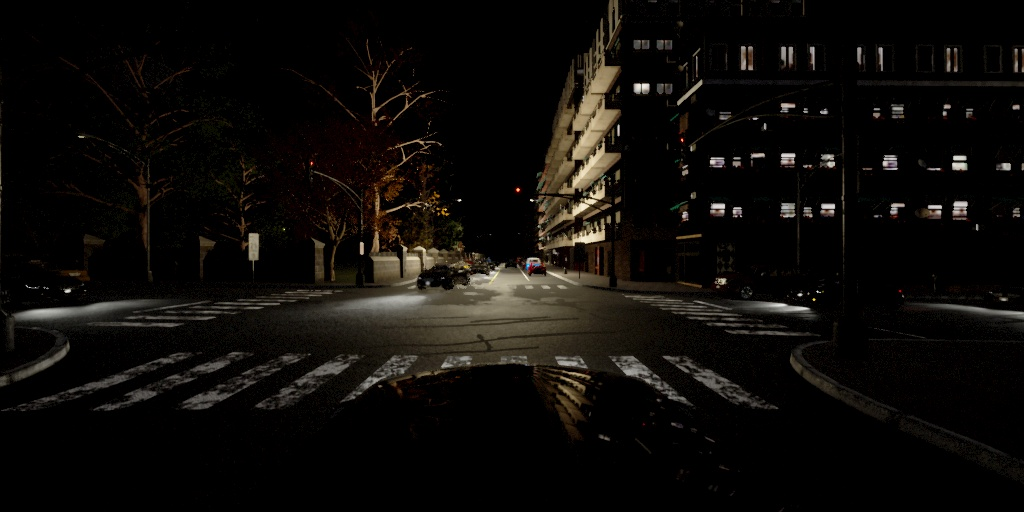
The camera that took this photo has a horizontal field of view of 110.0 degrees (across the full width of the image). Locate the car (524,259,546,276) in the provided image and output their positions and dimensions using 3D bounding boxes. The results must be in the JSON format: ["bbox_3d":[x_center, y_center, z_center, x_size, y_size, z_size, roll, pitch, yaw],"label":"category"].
[{"bbox_3d":[2.529,1.314,36.861,1.888,1.381,4.507,0,0,0],"label":"car"}]

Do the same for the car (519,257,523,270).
[{"bbox_3d":[2.450,1.229,53.752,1.967,1.591,4.097,0,0,0],"label":"car"}]

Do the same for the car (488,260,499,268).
[{"bbox_3d":[-3.296,1.474,65.307,1.895,1.301,4.718,0,0,0],"label":"car"}]

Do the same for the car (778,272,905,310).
[{"bbox_3d":[15.115,1.623,16.377,4.181,1.385,1.994,1,0,-1],"label":"car"}]

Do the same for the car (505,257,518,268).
[{"bbox_3d":[-0.176,1.364,60.870,1.994,1.385,4.181,0,0,0],"label":"car"}]

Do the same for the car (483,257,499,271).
[{"bbox_3d":[-3.313,1.276,49.543,2.128,1.511,4.902,0,0,0],"label":"car"}]

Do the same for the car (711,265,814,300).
[{"bbox_3d":[13.372,1.353,18.941,5.009,1.841,2.192,0,0,-1],"label":"car"}]

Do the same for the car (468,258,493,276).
[{"bbox_3d":[-3.260,1.275,36.879,1.837,1.490,4.892,0,0,0],"label":"car"}]

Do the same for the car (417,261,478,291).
[{"bbox_3d":[-4.072,1.249,22.173,2.128,1.511,4.902,0,0,14],"label":"car"}]

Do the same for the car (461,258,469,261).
[{"bbox_3d":[-5.876,1.300,42.283,1.751,1.417,4.829,0,0,0],"label":"car"}]

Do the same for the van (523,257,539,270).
[{"bbox_3d":[2.503,1.115,42.492,1.690,1.789,3.998,0,0,0],"label":"van"}]

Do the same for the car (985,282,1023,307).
[{"bbox_3d":[24.952,1.764,16.523,4.674,1.442,1.812,1,0,-1],"label":"car"}]

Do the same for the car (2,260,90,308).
[{"bbox_3d":[-18.207,0.954,12.704,4.892,1.490,1.837,1,0,-1],"label":"car"}]
